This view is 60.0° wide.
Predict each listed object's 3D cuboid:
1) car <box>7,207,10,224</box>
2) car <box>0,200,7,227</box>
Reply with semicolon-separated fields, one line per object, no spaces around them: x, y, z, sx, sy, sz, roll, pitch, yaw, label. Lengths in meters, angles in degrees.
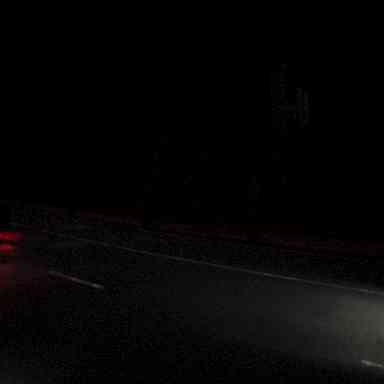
-10.479;0.834;15.751;4.892;1.490;1.837;4;2;35;car
-7.481;1.029;9.318;4.553;1.767;2.097;3;2;35;car
